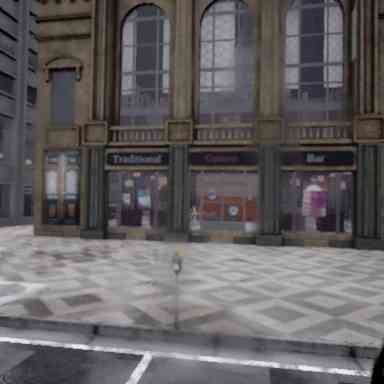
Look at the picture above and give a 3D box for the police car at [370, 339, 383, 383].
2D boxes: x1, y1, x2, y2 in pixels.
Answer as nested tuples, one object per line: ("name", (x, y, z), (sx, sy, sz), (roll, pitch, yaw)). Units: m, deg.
("police car", (4.267, 1.568, 2.438), (5.238, 1.638, 1.930), (1, -1, 9))
